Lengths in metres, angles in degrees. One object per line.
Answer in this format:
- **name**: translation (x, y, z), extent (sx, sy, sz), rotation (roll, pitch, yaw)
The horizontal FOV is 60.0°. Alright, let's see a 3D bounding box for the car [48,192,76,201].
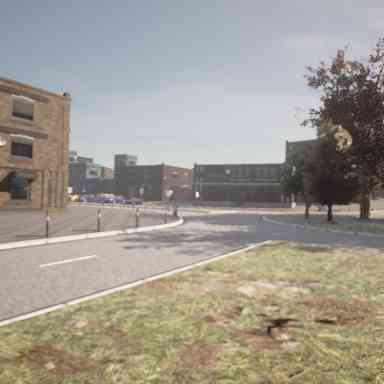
- **car**: translation (-30.181, 1.040, 77.243), extent (2.435, 2.045, 5.566), rotation (2, -1, 31)

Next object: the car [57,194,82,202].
- **car**: translation (-27.815, 1.363, 75.802), extent (2.231, 1.521, 4.892), rotation (2, -1, 31)

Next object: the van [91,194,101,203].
- **van**: translation (-18.424, 1.410, 70.079), extent (1.878, 1.987, 4.442), rotation (2, -1, 31)

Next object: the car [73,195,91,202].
- **car**: translation (-23.023, 1.380, 72.983), extent (2.185, 1.767, 4.553), rotation (2, -1, 31)

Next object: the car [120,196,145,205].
- **car**: translation (-11.218, 1.840, 65.887), extent (2.163, 1.488, 4.792), rotation (1, -1, 31)

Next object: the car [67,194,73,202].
- **car**: translation (-25.540, 1.429, 74.435), extent (2.097, 1.535, 5.008), rotation (2, -1, 31)

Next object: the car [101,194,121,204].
- **car**: translation (-15.853, 1.578, 68.718), extent (2.185, 1.767, 4.553), rotation (1, -1, 31)
